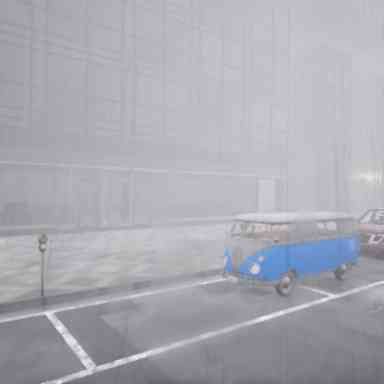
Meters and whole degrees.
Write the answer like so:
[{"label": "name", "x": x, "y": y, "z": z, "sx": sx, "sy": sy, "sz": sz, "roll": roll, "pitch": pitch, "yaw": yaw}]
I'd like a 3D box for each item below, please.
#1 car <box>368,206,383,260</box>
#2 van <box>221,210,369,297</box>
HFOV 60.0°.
[{"label": "car", "x": 7.161, "y": 1.446, "z": 11.777, "sx": 5.009, "sy": 1.841, "sz": 2.192, "roll": 1, "pitch": 0, "yaw": -36}, {"label": "van", "x": 2.599, "y": 1.414, "z": 8.514, "sx": 3.998, "sy": 1.788, "sz": 1.690, "roll": 1, "pitch": 0, "yaw": -36}]
